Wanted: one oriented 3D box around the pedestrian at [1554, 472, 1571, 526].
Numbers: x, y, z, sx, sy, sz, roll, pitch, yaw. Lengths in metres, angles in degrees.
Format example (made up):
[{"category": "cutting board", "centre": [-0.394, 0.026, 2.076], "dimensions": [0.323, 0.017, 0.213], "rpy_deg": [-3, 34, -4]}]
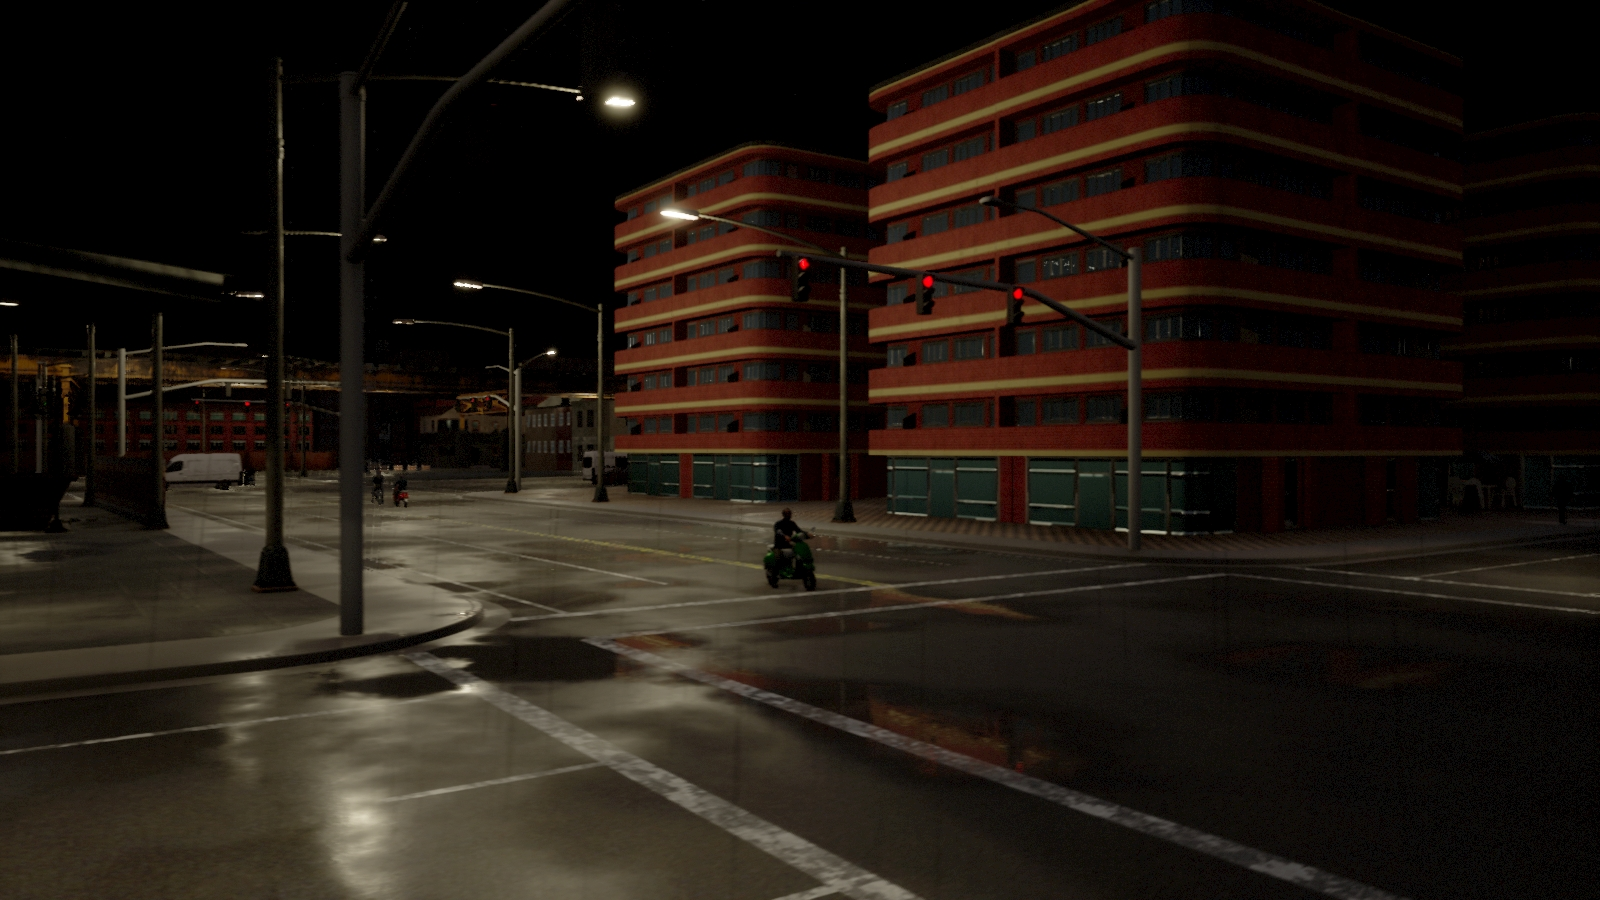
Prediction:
[{"category": "pedestrian", "centre": [26.639, 1.704, 39.913], "dimensions": [0.375, 1.860, 0.375], "rpy_deg": [0, 0, -34]}]
